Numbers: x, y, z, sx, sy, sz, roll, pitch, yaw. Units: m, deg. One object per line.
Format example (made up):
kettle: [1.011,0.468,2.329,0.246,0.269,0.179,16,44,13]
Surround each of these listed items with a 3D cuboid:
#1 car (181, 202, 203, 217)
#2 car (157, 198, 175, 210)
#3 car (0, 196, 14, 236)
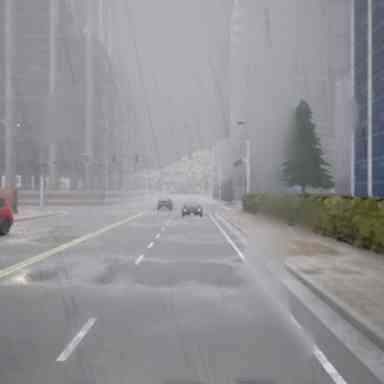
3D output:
car: [0.020,1.601,30.704,1.895,1.301,4.718,0,0,0]
car: [-3.402,1.506,43.068,1.837,1.490,4.892,0,0,0]
car: [-10.588,1.221,15.539,2.150,2.045,5.566,0,0,0]
